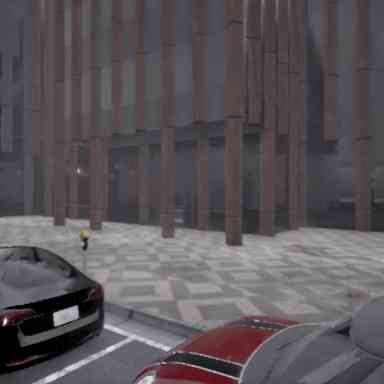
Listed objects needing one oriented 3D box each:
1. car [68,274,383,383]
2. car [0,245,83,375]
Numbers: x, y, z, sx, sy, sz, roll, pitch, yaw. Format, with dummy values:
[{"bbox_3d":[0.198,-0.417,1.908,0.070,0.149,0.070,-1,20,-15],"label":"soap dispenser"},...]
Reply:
[{"bbox_3d":[1.367,1.441,1.991,4.097,1.590,1.967,0,0,35],"label":"car"},{"bbox_3d":[-3.223,1.532,5.264,4.313,1.339,1.947,0,0,35],"label":"car"}]
